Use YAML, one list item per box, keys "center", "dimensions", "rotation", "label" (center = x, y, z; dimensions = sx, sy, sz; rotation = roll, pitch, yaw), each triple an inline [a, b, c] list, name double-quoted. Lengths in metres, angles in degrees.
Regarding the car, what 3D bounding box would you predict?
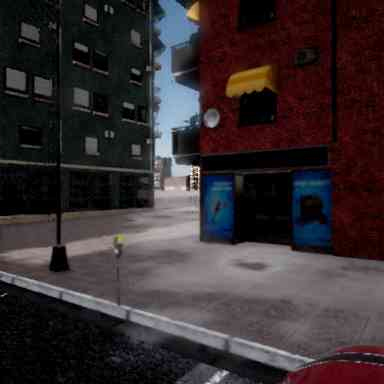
- center: [2.141, 1.438, 1.350]
  dimensions: [4.097, 1.590, 1.967]
  rotation: [0, 0, 35]
  label: "car"
